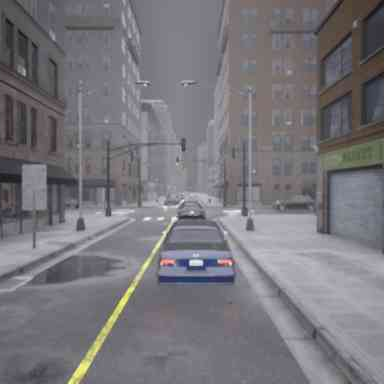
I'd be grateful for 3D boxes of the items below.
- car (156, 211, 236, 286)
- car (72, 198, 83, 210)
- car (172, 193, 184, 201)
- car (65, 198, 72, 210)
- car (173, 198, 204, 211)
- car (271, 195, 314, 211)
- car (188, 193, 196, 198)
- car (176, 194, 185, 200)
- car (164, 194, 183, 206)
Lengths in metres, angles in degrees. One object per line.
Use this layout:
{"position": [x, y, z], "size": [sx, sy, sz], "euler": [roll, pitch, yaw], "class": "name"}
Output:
{"position": [0.087, 1.489, 9.343], "size": [2.033, 1.411, 5.357], "euler": [0, 0, 0], "class": "car"}
{"position": [-14.747, 1.305, 38.322], "size": [4.313, 1.339, 1.947], "euler": [0, 1, 0], "class": "car"}
{"position": [-2.762, 1.080, 67.624], "size": [2.128, 1.511, 4.902], "euler": [0, 0, 0], "class": "car"}
{"position": [-14.885, 1.301, 32.836], "size": [4.892, 1.490, 1.837], "euler": [0, 1, 0], "class": "car"}
{"position": [-0.169, 1.407, 25.488], "size": [1.994, 1.385, 4.181], "euler": [0, 0, -5], "class": "car"}
{"position": [10.839, 1.135, 35.749], "size": [4.553, 1.767, 2.097], "euler": [0, 1, 0], "class": "car"}
{"position": [-0.004, 0.977, 90.597], "size": [1.812, 1.442, 4.674], "euler": [0, 0, 0], "class": "car"}
{"position": [-2.753, 1.123, 77.938], "size": [1.895, 1.301, 4.718], "euler": [0, 0, 0], "class": "car"}
{"position": [-2.873, 1.053, 48.891], "size": [2.097, 1.767, 4.553], "euler": [0, 0, 1], "class": "car"}
